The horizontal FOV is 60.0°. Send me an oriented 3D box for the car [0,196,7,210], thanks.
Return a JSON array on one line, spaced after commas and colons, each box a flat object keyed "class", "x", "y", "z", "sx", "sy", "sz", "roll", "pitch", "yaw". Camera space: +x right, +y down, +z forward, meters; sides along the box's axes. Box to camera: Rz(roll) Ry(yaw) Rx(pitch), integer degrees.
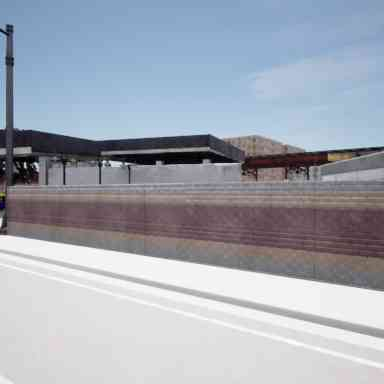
[{"class": "car", "x": -20.626, "y": 1.295, "z": 39.464, "sx": 2.242, "sy": 1.667, "sz": 4.611, "roll": 0, "pitch": 0, "yaw": 37}]
